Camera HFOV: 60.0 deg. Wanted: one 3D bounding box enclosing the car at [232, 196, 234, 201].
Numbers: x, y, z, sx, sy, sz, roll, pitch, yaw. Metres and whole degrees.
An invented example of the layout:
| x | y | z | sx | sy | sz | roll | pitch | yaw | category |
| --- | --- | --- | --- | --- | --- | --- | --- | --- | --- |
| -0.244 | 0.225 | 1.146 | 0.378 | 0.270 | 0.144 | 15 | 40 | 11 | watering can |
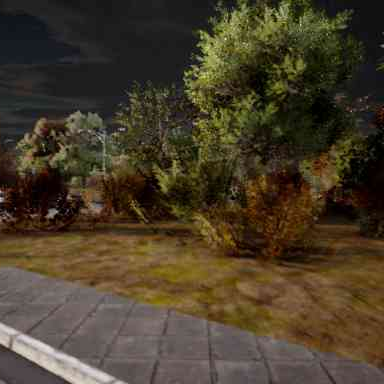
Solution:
| x | y | z | sx | sy | sz | roll | pitch | yaw | category |
| --- | --- | --- | --- | --- | --- | --- | --- | --- | --- |
| 7.312 | 1.214 | 67.960 | 2.128 | 1.511 | 4.902 | 1 | 0 | 32 | car |

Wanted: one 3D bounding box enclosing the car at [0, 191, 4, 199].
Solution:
| x | y | z | sx | sy | sz | roll | pitch | yaw | category |
| --- | --- | --- | --- | --- | --- | --- | --- | --- | --- |
| -20.079 | 0.935 | 31.405 | 2.150 | 2.045 | 5.566 | 1 | 0 | 32 | car |

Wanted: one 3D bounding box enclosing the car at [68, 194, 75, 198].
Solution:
| x | y | z | sx | sy | sz | roll | pitch | yaw | category |
| --- | --- | --- | --- | --- | --- | --- | --- | --- | --- |
| -14.923 | 1.061 | 39.591 | 2.097 | 1.767 | 4.553 | 1 | 0 | 32 | car |

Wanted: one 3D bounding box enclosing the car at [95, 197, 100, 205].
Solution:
| x | y | z | sx | sy | sz | roll | pitch | yaw | category |
| --- | --- | --- | --- | --- | --- | --- | --- | --- | --- |
| -12.902 | 1.199 | 49.338 | 1.812 | 1.442 | 4.674 | 1 | 0 | 32 | car |
